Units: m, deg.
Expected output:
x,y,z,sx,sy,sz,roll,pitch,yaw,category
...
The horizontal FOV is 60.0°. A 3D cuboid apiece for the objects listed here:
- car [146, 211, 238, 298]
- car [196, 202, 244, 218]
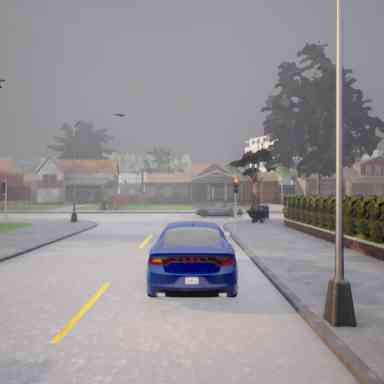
x,y,z,sx,sy,sz,roll,pitch,yaw,category
0.017,1.478,8.584,1.882,1.535,5.008,0,0,0,car
2.395,1.564,29.044,4.181,1.385,1.994,0,0,0,car
